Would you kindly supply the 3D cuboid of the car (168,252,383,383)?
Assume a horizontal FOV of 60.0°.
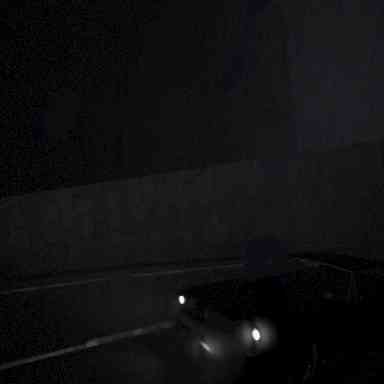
[{"bbox_3d":[2.009,1.733,5.430,4.718,1.301,1.895,3,-2,-36],"label":"car"}]
